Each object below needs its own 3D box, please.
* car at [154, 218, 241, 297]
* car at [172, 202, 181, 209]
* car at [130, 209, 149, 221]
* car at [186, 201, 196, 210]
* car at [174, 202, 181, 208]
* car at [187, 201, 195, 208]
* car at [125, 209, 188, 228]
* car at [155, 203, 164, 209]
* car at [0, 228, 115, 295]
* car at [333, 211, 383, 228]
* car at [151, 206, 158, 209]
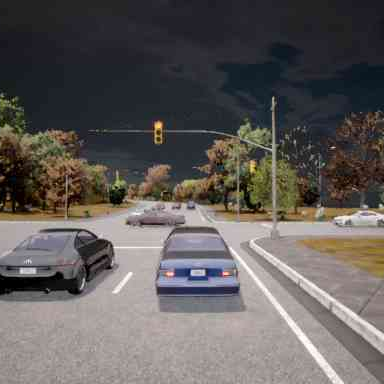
[{"bbox_3d":[0.068,1.645,8.894,2.033,1.411,5.357,0,-1,-1],"label":"car"},{"bbox_3d":[-3.718,3.473,78.235,1.812,1.442,4.674,0,0,0],"label":"car"},{"bbox_3d":[-7.234,3.138,46.198,1.812,1.442,4.674,0,-2,0],"label":"car"},{"bbox_3d":[-0.217,3.298,77.775,2.097,1.767,4.553,0,0,0],"label":"car"},{"bbox_3d":[-3.863,3.414,88.211,1.837,1.490,4.892,0,0,-4],"label":"car"},{"bbox_3d":[-0.340,3.229,87.954,1.882,1.535,5.008,0,0,-4],"label":"car"},{"bbox_3d":[-3.157,2.435,29.621,5.357,1.411,2.033,0,-3,2],"label":"car"},{"bbox_3d":[-7.218,3.525,64.965,2.033,1.411,5.357,0,0,0],"label":"car"},{"bbox_3d":[-3.446,1.664,9.001,1.994,1.385,4.181,0,-1,0],"label":"car"},{"bbox_3d":[15.048,2.415,29.701,4.674,1.442,1.812,0,-3,-2],"label":"car"},{"bbox_3d":[-7.242,3.461,55.218,1.895,1.301,4.718,0,-1,0],"label":"car"}]
